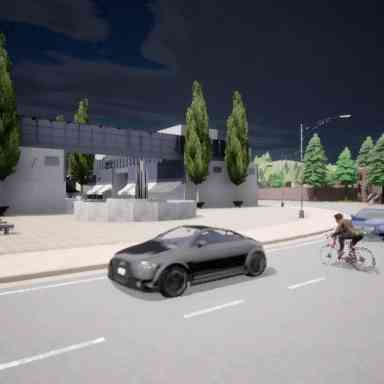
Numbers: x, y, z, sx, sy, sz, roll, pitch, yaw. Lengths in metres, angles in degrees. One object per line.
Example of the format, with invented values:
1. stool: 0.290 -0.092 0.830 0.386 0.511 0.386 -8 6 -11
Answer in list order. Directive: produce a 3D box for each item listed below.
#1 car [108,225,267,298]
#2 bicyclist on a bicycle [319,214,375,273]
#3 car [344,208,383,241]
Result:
1. car: 0.015 1.564 8.566 4.181 1.385 1.994 0 0 -38
2. bicyclist on a bicycle: 4.429 1.455 9.647 0.582 1.620 1.656 0 -2 -38
3. car: 9.106 1.527 16.570 1.812 1.442 4.674 0 1 40
